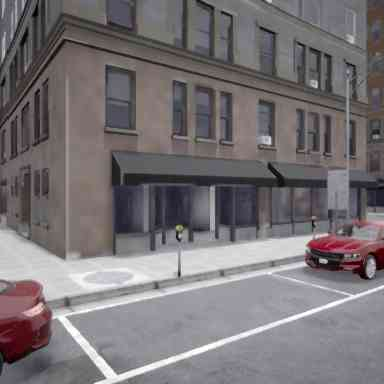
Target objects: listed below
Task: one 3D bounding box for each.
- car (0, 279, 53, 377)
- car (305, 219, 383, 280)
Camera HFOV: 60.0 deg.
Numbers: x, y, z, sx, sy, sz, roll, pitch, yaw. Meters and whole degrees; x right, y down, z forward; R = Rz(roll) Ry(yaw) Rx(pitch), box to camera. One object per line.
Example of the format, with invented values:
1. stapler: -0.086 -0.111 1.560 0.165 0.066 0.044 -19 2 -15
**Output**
1. car: -3.751 1.580 3.513 4.206 1.307 1.802 0 0 -35
2. car: 5.223 1.542 9.914 4.507 1.381 1.887 0 0 -35
